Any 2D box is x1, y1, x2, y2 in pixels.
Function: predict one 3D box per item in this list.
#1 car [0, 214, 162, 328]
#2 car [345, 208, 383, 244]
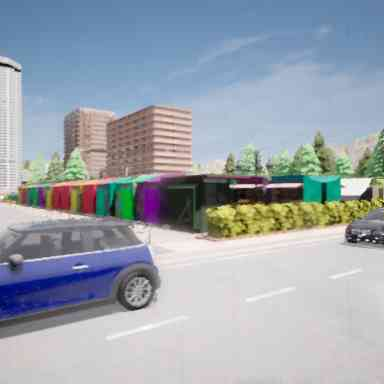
[{"bbox_3d":[-2.916,1.348,6.169,4.553,1.767,2.097,0,0,-35],"label":"car"},{"bbox_3d":[8.538,1.448,14.336,4.892,1.490,1.837,0,0,-35],"label":"car"}]
